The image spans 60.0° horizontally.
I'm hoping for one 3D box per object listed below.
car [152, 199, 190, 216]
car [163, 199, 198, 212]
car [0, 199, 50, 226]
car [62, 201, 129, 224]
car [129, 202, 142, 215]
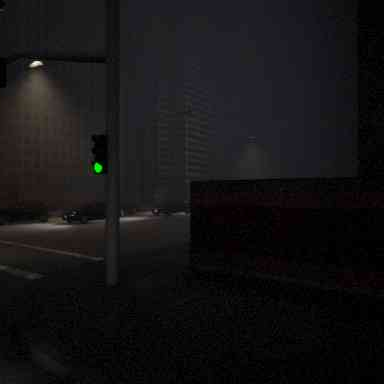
[{"bbox_3d":[-1.898,1.490,32.717,2.128,1.511,4.902,0,0,36],"label":"car"},{"bbox_3d":[-1.322,1.562,39.470,1.994,1.385,4.181,0,0,36],"label":"car"},{"bbox_3d":[-12.662,1.350,23.793,2.097,1.767,4.553,0,0,36],"label":"car"},{"bbox_3d":[-7.400,1.504,25.121,1.837,1.490,4.892,0,0,36],"label":"car"},{"bbox_3d":[-7.121,1.546,31.478,2.033,1.411,5.357,0,0,36],"label":"car"}]
